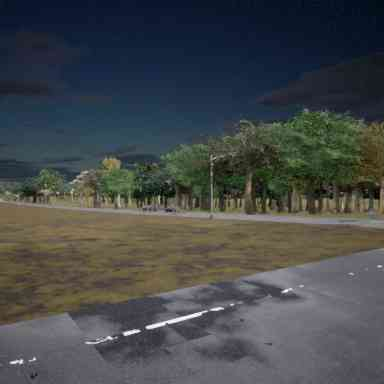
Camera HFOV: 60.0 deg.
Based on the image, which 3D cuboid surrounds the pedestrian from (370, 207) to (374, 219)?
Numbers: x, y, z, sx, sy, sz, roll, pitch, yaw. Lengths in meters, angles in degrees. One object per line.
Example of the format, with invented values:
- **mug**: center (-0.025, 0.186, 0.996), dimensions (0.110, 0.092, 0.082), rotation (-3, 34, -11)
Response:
- **pedestrian**: center (19.252, 2.203, 35.553), dimensions (0.375, 1.300, 0.375), rotation (-2, 1, -33)

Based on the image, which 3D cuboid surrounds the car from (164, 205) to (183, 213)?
- **car**: center (-3.494, 3.250, 63.143), dimensions (2.128, 1.511, 4.902), rotation (1, -2, -33)

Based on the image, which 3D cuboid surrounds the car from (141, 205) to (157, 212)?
- **car**: center (-9.263, 3.559, 71.755), dimensions (1.837, 1.490, 4.892), rotation (1, -2, -33)
